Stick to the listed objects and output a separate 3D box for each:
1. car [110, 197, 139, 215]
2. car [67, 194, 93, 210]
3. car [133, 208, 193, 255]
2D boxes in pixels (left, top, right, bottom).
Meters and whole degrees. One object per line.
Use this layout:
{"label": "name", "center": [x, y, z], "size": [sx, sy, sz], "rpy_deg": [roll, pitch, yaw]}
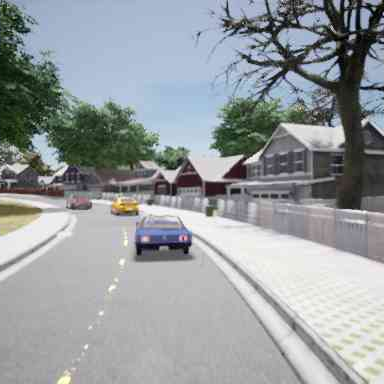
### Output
{"label": "car", "center": [-6.096, 1.197, 29.826], "size": [1.882, 1.535, 5.008], "rpy_deg": [0, 1, -22]}
{"label": "car", "center": [-12.211, 0.967, 35.998], "size": [2.097, 1.767, 4.553], "rpy_deg": [0, 1, -28]}
{"label": "car", "center": [-1.227, 1.507, 12.866], "size": [1.895, 1.301, 4.718], "rpy_deg": [0, 1, -9]}
